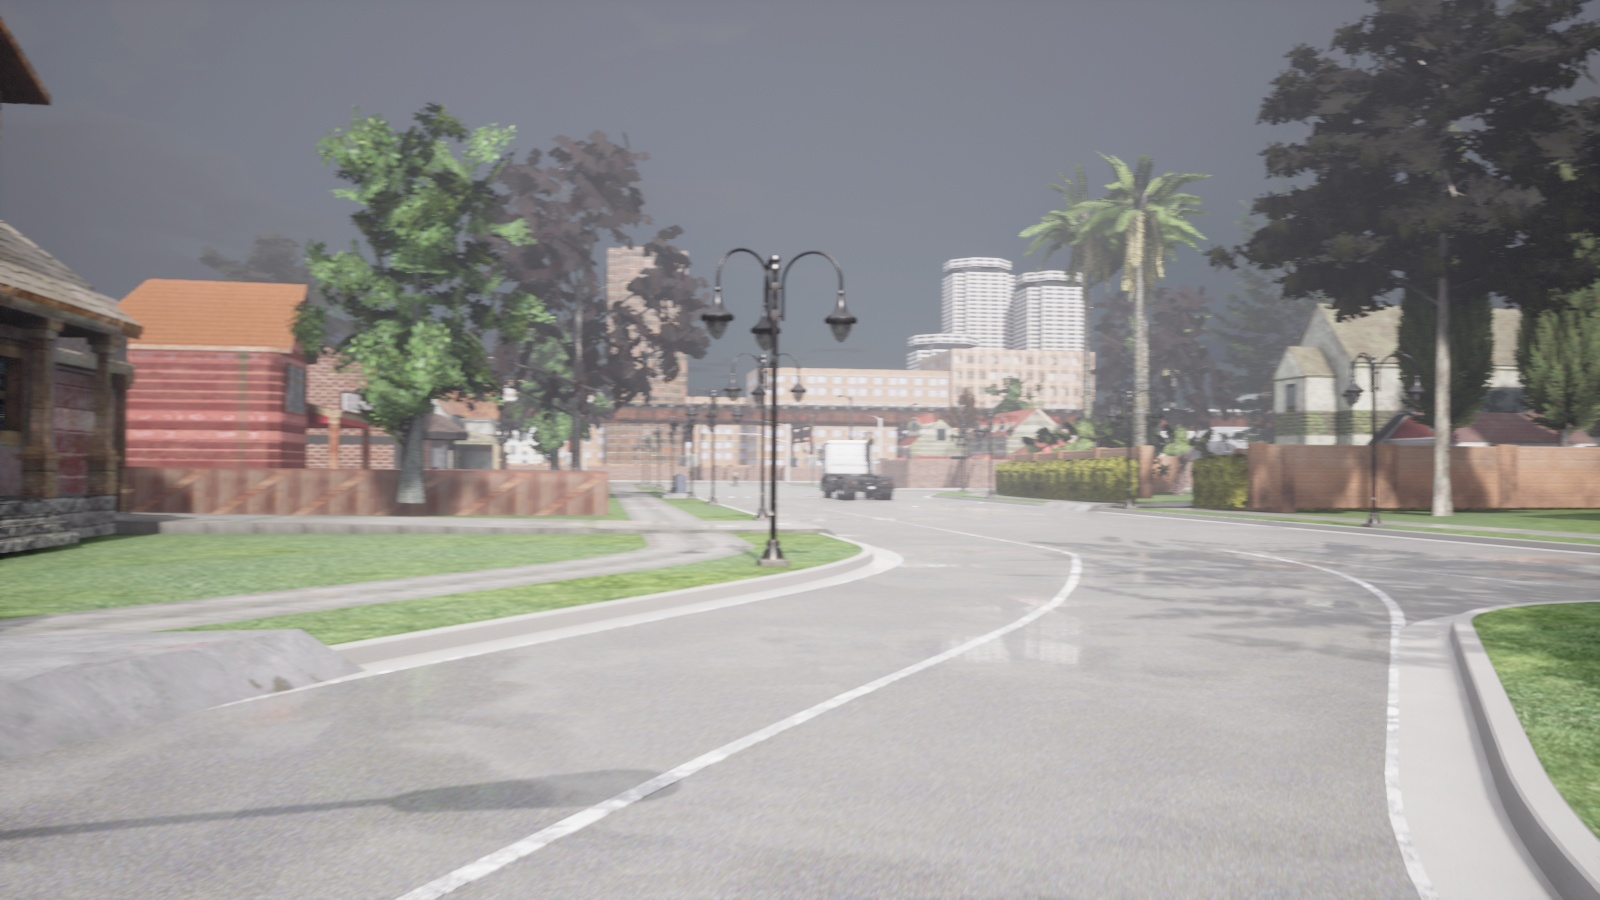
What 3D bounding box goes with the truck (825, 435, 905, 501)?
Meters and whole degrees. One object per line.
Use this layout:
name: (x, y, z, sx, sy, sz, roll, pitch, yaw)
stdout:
truck: (3.539, 1.017, 70.593, 2.891, 3.462, 7.936, 0, -1, -9)
